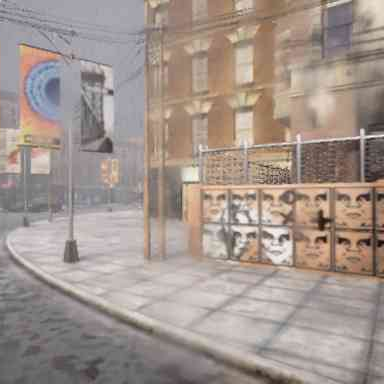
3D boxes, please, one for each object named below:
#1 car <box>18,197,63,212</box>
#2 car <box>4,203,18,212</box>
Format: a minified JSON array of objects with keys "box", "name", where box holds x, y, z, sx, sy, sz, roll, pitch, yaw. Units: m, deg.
[{"box":[-20.650,1.695,46.209,2.150,2.045,5.566,-1,-1,25],"name":"car"},{"box":[-23.894,2.043,47.436,2.033,1.411,5.357,0,-1,24],"name":"car"}]
